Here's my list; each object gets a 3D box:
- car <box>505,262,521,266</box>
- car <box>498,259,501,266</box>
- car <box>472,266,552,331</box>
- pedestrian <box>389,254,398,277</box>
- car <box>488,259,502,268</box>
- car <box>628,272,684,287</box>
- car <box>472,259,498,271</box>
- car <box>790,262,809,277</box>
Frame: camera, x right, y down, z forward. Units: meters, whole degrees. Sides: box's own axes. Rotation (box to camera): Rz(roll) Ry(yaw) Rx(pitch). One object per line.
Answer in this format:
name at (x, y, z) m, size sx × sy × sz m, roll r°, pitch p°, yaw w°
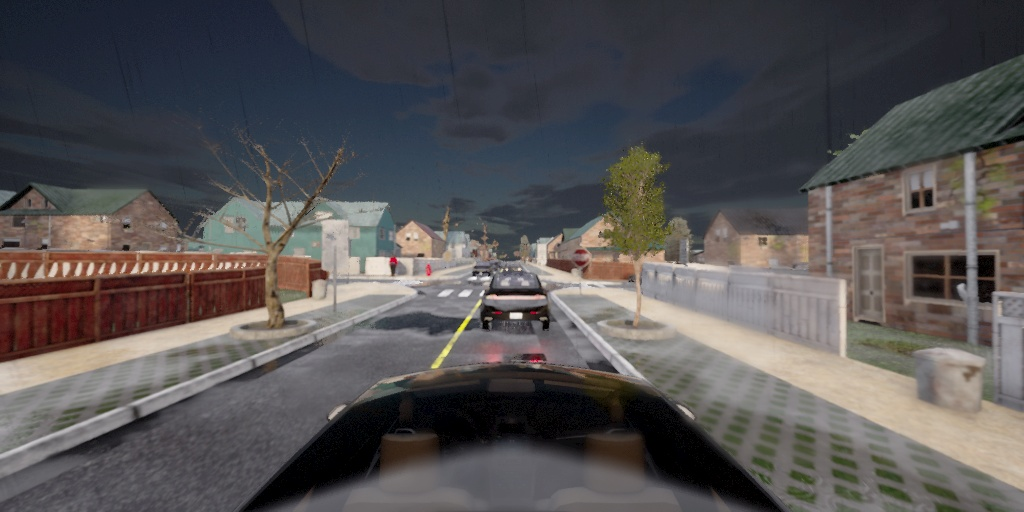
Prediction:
car at (0.101, 1.310, 36.763) m, size 1.895 × 1.301 × 4.718 m, roll 0°, pitch 0°, yaw 0°
car at (-2.837, 1.277, 46.734) m, size 1.994 × 1.385 × 4.181 m, roll 0°, pitch 0°, yaw 1°
car at (0.097, 1.222, 10.965) m, size 2.128 × 1.511 × 4.902 m, roll 0°, pitch 0°, yaw 0°
pedestrian at (-9.630, 0.732, 29.076) m, size 0.375 × 1.860 × 0.375 m, roll 0°, pitch -2°, yaw 0°
car at (-2.789, 1.277, 60.785) m, size 2.033 × 1.411 × 5.357 m, roll 0°, pitch 0°, yaw 0°
car at (11.007, 1.519, 26.192) m, size 4.892 × 1.490 × 1.837 m, roll 1°, pitch -1°, yaw 1°
car at (-2.882, 1.258, 36.586) m, size 2.033 × 1.411 × 5.357 m, roll 0°, pitch 0°, yaw 1°
car at (21.767, 1.477, 26.158) m, size 5.566 × 2.045 × 2.150 m, roll 1°, pitch -1°, yaw 0°
